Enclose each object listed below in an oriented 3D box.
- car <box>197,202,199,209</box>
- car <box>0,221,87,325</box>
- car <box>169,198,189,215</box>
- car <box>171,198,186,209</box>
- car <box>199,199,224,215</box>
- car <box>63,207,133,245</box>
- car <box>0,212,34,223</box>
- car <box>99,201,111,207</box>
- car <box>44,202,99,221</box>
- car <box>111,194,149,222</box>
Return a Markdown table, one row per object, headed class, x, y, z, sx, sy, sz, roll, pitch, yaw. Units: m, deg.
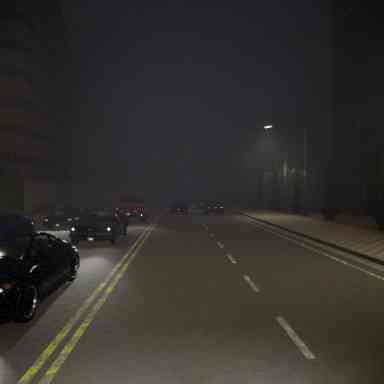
| class | x | y | z | sx | sy | sz | roll | pitch | yaw |
| --- | --- | --- | --- | --- | --- | --- | --- | --- | --- |
| car | 1.688 | 1.601 | 43.842 | 1.895 | 1.301 | 4.718 | 0 | 0 | -2 |
| car | -3.847 | 1.564 | 6.977 | 1.994 | 1.385 | 4.181 | 0 | 0 | -2 |
| car | -1.368 | 1.491 | 34.598 | 2.128 | 1.511 | 4.902 | 0 | 0 | -2 |
| car | -1.902 | 1.547 | 46.490 | 2.033 | 1.411 | 5.357 | 0 | 0 | -2 |
| car | 2.147 | 1.547 | 34.208 | 2.033 | 1.411 | 5.357 | 0 | 0 | -2 |
| car | -4.218 | 1.601 | 15.729 | 1.895 | 1.301 | 4.718 | 0 | 0 | -2 |
| car | -7.572 | 1.478 | 12.207 | 1.882 | 1.535 | 5.008 | 0 | 0 | -3 |
| car | -8.376 | 1.564 | 32.022 | 1.994 | 1.385 | 4.181 | 0 | 0 | -2 |
| car | -7.991 | 1.547 | 22.112 | 2.033 | 1.411 | 5.357 | 0 | 0 | -3 |
| car | -4.659 | 1.221 | 26.411 | 2.150 | 2.045 | 5.566 | 0 | 0 | -3 |
